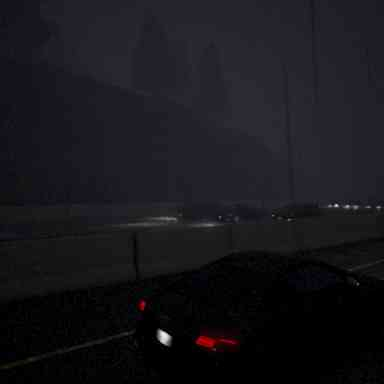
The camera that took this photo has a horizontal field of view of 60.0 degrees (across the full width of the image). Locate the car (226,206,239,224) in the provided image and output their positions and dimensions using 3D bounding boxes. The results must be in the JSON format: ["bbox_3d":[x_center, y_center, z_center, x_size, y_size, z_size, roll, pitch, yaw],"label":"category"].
[{"bbox_3d":[3.475,1.600,24.957,4.181,1.385,1.994,0,0,-42],"label":"car"}]

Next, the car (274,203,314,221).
[{"bbox_3d":[7.629,1.537,23.992,4.892,1.490,1.837,0,0,-43],"label":"car"}]

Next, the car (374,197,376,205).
[{"bbox_3d":[30.311,1.571,54.991,1.837,1.490,4.892,0,0,36],"label":"car"}]

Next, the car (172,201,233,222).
[{"bbox_3d":[0.941,1.533,27.375,4.902,1.511,2.128,0,0,-42],"label":"car"}]

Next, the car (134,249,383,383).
[{"bbox_3d":[1.299,1.571,4.857,4.181,1.385,1.994,0,0,-37],"label":"car"}]
